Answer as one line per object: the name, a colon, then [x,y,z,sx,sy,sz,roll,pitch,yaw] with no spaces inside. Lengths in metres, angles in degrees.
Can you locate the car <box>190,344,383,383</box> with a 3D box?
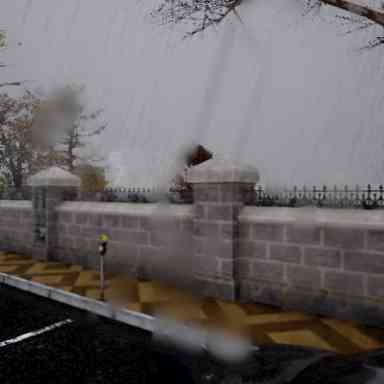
car: [1.751,1.566,1.647,4.313,1.339,1.947,0,0,36]
